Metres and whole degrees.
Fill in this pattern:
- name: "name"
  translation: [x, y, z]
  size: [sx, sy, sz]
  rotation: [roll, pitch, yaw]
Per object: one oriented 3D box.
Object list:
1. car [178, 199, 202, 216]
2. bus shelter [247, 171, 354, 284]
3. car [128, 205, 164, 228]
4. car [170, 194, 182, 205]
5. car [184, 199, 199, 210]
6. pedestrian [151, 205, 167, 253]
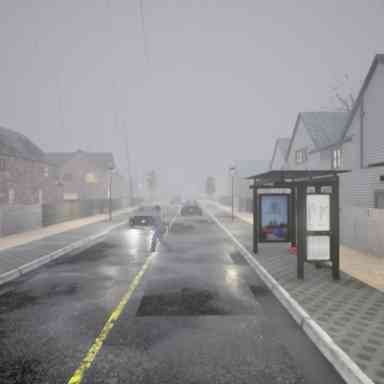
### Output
- name: "car"
  translation: [-0.036, 1.617, 32.661]
  size: [1.994, 1.385, 4.181]
  rotation: [0, 0, 0]
- name: "bus shelter"
  translation: [2.967, 0.874, 10.046]
  size: [1.920, 2.740, 3.880]
  rotation: [0, 0, 0]
- name: "car"
  translation: [-2.931, 1.581, 22.042]
  size: [1.994, 1.385, 4.181]
  rotation: [0, 0, 0]
- name: "car"
  translation: [-3.028, 1.446, 64.275]
  size: [2.150, 2.045, 5.566]
  rotation: [0, 0, 0]
- name: "car"
  translation: [-0.076, 1.661, 46.221]
  size: [2.033, 1.411, 5.357]
  rotation: [0, 0, 0]
- name: "pedestrian"
  translation: [-1.197, 1.295, 12.202]
  size: [0.375, 1.860, 0.375]
  rotation: [0, 0, -4]
